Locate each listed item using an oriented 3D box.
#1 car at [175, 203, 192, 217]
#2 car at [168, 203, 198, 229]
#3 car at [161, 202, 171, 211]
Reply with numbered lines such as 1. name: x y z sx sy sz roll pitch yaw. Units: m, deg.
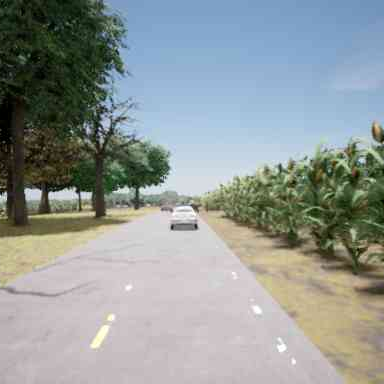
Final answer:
1. car: -1.040 2.115 39.574 1.837 1.490 4.892 -1 -1 -2
2. car: -0.568 1.779 24.002 1.812 1.442 4.674 -1 -1 -2
3. car: -4.517 2.603 60.470 2.097 1.767 4.553 -1 -2 -2
